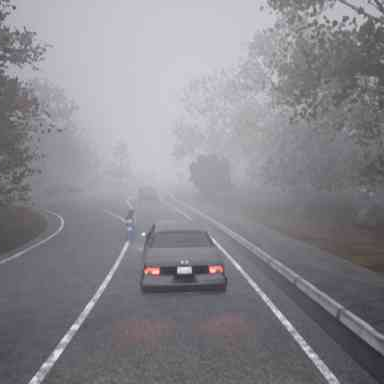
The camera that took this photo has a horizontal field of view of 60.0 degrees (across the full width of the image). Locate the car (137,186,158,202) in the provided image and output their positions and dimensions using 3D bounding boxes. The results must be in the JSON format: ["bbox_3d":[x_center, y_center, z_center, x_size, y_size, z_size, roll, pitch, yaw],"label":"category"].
[{"bbox_3d":[-4.427,0.140,33.093,2.033,1.411,5.357,-1,5,-11],"label":"car"}]

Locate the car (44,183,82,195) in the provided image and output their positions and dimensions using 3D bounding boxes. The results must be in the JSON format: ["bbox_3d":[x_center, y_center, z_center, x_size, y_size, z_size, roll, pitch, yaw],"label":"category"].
[{"bbox_3d":[-15.213,-0.387,39.400,4.181,1.385,1.994,-1,5,-16],"label":"car"}]

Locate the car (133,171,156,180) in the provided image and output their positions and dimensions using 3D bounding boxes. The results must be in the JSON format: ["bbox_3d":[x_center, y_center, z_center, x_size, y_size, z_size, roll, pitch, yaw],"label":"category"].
[{"bbox_3d":[-10.752,-3.752,75.196,5.566,2.045,2.150,2,5,28],"label":"car"}]

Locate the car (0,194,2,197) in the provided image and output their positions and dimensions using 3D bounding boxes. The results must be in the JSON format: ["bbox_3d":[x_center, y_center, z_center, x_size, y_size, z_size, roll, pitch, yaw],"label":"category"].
[{"bbox_3d":[-22.691,-0.385,35.203,5.566,2.045,2.150,1,5,6],"label":"car"}]

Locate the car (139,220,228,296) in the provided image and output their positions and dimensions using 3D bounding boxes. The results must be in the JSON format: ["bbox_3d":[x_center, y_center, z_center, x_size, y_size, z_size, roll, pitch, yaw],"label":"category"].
[{"bbox_3d":[-0.372,1.455,8.714,2.033,1.411,5.357,0,1,-5],"label":"car"}]

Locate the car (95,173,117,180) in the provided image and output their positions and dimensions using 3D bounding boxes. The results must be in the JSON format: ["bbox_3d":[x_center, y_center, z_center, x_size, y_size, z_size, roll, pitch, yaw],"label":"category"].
[{"bbox_3d":[-19.223,-3.511,74.449,4.553,1.767,2.097,0,5,1],"label":"car"}]
